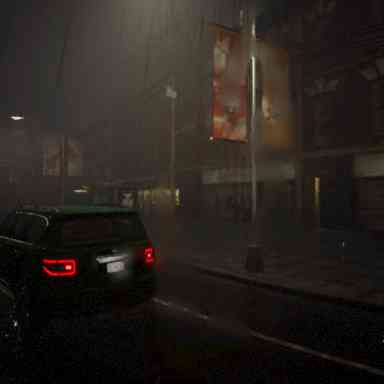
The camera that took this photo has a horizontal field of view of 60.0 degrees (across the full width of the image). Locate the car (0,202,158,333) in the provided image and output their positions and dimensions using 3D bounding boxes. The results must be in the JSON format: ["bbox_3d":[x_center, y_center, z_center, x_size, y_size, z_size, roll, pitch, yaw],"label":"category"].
[{"bbox_3d":[-2.963,1.291,7.278,2.150,2.045,5.566,0,0,-41],"label":"car"}]
